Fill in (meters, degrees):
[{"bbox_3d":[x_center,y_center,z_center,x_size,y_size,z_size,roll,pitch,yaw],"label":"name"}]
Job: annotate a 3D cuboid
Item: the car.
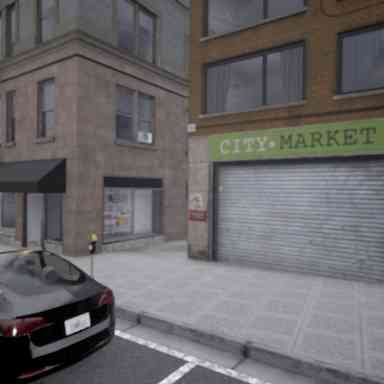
[{"bbox_3d":[-3.028,1.569,5.069,4.313,1.339,1.947,0,1,35],"label":"car"}]
